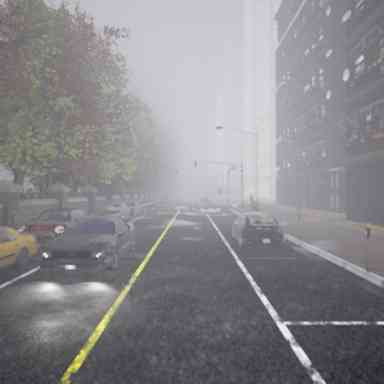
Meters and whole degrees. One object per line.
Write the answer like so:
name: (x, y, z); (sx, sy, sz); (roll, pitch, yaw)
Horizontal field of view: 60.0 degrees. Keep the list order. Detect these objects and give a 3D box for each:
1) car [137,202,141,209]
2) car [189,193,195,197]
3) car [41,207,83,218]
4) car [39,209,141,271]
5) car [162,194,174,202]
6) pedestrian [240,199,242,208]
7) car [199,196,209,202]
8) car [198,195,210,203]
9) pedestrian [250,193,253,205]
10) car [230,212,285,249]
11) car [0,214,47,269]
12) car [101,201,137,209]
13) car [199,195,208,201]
car: (-5.824, 1.497, 30.794); (1.887, 1.381, 4.507); (0, 0, 0)
car: (-0.018, 1.319, 91.027); (1.895, 1.301, 4.718); (0, 0, 0)
car: (-5.691, 1.417, 14.179); (1.967, 1.590, 4.097); (0, 0, 0)
car: (-3.103, 1.529, 11.138); (2.033, 1.411, 5.357); (0, 0, 0)
car: (-5.705, 1.496, 74.345); (1.802, 1.307, 4.206); (0, 0, 0)
pedestrian: (6.126, 1.453, 41.270); (0.500, 1.100, 0.500); (0, 0, 0)
car: (2.676, 1.480, 74.347); (1.947, 1.339, 4.313); (0, 0, 0)
car: (2.677, 1.483, 68.714); (1.947, 1.339, 4.313); (0, 0, 0)
pedestrian: (7.126, 1.045, 40.072); (0.375, 1.860, 0.375); (0, 0, 0)
car: (2.688, 1.528, 14.183); (2.008, 1.369, 4.403); (0, 0, 0)
car: (-5.690, 1.511, 8.469); (1.752, 1.417, 4.829); (0, 0, 0)
car: (-5.771, 1.511, 25.254); (2.008, 1.369, 4.403); (0, 0, 0)
car: (2.675, 1.477, 79.980); (1.947, 1.339, 4.313); (0, 0, 0)
